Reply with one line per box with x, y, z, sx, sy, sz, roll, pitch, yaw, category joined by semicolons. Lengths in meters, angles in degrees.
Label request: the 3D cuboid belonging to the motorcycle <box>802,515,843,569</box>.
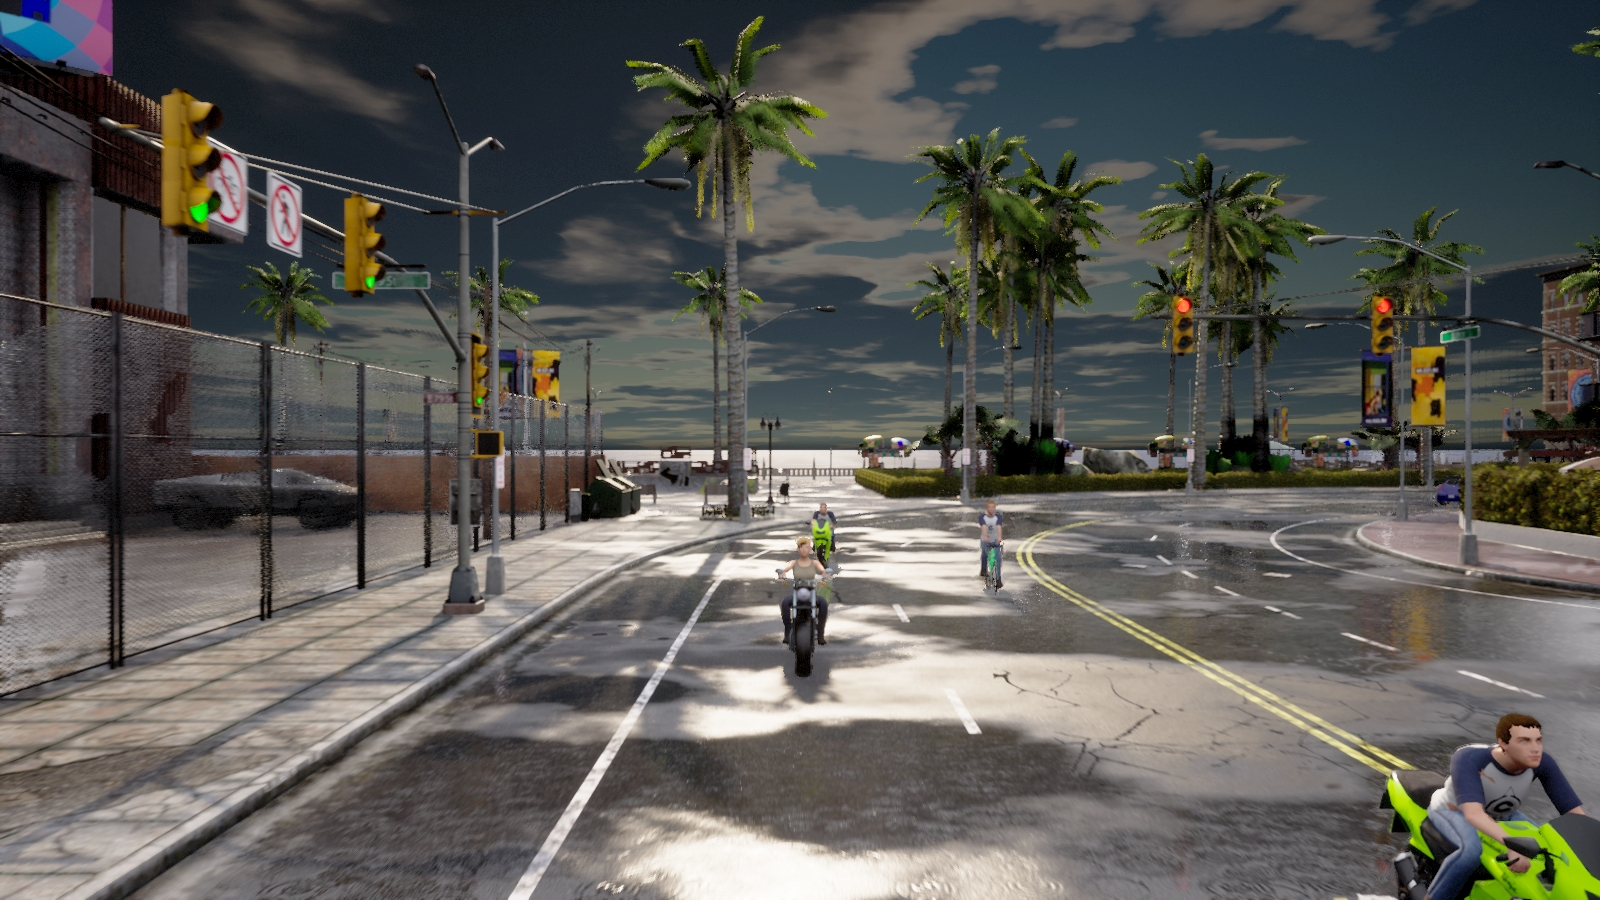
0.561;2.213;27.867;0.803;1.145;2.033;1;0;6;motorcycle

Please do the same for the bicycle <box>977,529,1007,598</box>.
3.755;2.206;22.429;0.373;1.196;1.643;0;0;2;bicycle

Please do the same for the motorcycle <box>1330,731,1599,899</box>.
3.499;2.213;5.658;0.803;1.145;2.033;0;0;0;motorcycle

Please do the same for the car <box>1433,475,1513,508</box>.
33.544;2.038;56.935;3.633;1.501;1.845;0;0;-29;car

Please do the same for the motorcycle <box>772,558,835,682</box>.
0.052;2.170;15.018;0.764;1.277;2.356;0;0;1;motorcycle
